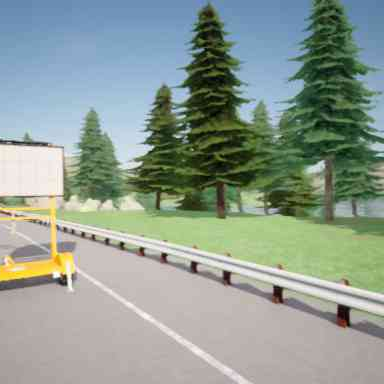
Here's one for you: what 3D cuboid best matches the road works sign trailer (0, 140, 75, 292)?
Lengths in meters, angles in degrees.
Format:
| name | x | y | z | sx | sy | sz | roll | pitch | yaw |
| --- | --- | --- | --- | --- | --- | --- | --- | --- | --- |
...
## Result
| name | x | y | z | sx | sy | sz | roll | pitch | yaw |
| --- | --- | --- | --- | --- | --- | --- | --- | --- | --- |
| road works sign trailer | -4.447 | 0.531 | 8.259 | 2.380 | 3.560 | 2.880 | -1 | 0 | -35 |
